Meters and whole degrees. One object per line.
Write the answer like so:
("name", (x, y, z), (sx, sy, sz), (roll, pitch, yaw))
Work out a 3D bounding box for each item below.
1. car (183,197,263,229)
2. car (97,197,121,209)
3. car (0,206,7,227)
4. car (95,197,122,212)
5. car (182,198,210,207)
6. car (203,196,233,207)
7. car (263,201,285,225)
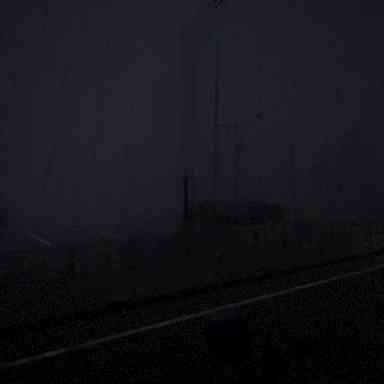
("car", (1.704, 1.345, 20.981), (2.152, 1.636, 5.027), (0, 0, -36))
("car", (-11.037, 1.391, 43.958), (1.845, 1.501, 3.633), (0, 0, -36))
("car", (-12.392, 1.321, 20.264), (1.845, 1.501, 3.633), (0, 0, -36))
("car", (-9.107, 1.398, 36.197), (1.970, 1.475, 3.806), (0, 0, -36))
("car", (0.577, 1.633, 51.662), (1.895, 1.301, 4.718), (0, 0, -36))
("car", (4.026, 1.514, 52.943), (1.882, 1.535, 5.008), (0, 0, -36))
("car", (4.217, 1.357, 22.860), (2.007, 1.523, 4.514), (0, 0, -36))
